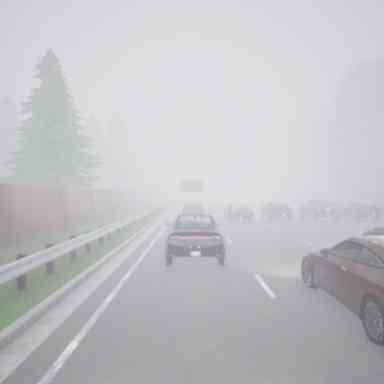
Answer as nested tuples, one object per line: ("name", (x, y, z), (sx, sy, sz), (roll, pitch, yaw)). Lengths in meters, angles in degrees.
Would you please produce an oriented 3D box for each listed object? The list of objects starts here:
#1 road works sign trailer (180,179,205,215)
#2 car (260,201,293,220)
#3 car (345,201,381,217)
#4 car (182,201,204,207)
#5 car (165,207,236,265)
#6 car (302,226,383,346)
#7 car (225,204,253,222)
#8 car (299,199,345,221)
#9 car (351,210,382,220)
("road works sign trailer", (-0.007, 0.512, 33.784), (2.380, 3.560, 2.880), (0, 1, 0))
("car", (7.096, 1.558, 28.278), (1.837, 1.490, 4.892), (0, 0, 0))
("car", (14.096, 1.558, 28.274), (1.837, 1.490, 4.892), (0, 0, 0))
("car", (0.097, 1.533, 29.839), (1.882, 1.535, 5.008), (0, 0, 0))
("car", (0.099, 1.514, 11.737), (2.128, 1.511, 4.902), (0, 0, 0))
("car", (3.586, 1.538, 6.227), (1.812, 1.442, 4.674), (0, 0, 0))
("car", (3.595, 1.651, 26.807), (1.895, 1.301, 4.718), (0, 0, 0))
("car", (10.598, 1.405, 27.958), (2.097, 1.767, 4.553), (0, 0, 0))
("car", (7.099, 1.524, 10.247), (1.837, 1.490, 4.892), (0, 0, 0))
